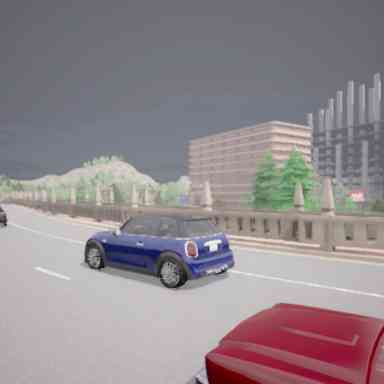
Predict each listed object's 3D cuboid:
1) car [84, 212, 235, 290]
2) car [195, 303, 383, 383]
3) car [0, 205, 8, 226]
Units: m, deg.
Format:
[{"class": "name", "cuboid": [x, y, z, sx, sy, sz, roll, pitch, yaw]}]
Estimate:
[{"class": "car", "cuboid": [-1.113, 1.403, 9.571, 4.553, 1.767, 2.097, 0, 0, 39]}, {"class": "car", "cuboid": [2.364, 1.616, 2.395, 4.718, 1.301, 1.895, 0, 0, 35]}, {"class": "car", "cuboid": [-14.338, 1.606, 23.515, 2.128, 1.511, 4.902, 0, 0, -37]}]
